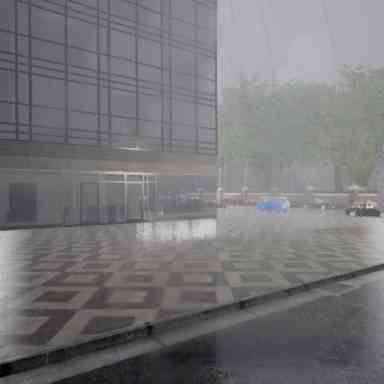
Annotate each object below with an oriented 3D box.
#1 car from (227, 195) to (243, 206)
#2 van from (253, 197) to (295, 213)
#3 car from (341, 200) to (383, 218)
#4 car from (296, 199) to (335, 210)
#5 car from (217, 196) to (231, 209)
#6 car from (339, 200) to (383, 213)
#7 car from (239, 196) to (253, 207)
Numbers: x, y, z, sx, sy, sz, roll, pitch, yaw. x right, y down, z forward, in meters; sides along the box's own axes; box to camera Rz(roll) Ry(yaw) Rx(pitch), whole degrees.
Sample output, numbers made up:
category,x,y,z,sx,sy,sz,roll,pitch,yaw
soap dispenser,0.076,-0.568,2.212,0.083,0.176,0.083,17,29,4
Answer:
category,x,y,z,sx,sy,sz,roll,pitch,yaw
car,6.756,1.400,56.661,2.192,1.841,5.009,-1,0,-35
van,9.355,1.442,38.193,1.690,1.788,3.998,-1,0,-35
car,15.730,1.593,29.165,2.008,1.369,4.403,-1,0,-35
car,16.317,1.584,43.119,2.008,1.369,4.403,-1,0,-35
car,2.985,1.685,47.222,1.887,1.381,4.507,-1,0,-35
car,19.503,1.588,38.605,1.802,1.307,4.206,-1,0,-35
car,9.944,1.655,52.148,1.802,1.307,4.206,-1,0,-35
